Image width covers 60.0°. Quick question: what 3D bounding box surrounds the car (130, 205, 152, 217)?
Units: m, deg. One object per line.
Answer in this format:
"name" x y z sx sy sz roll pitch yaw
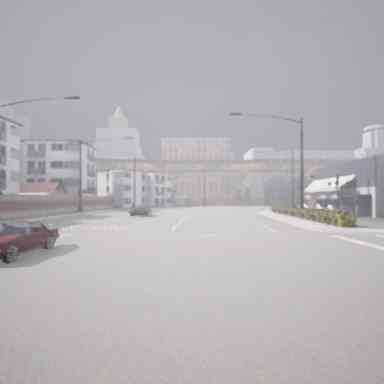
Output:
"car" -5.924 2.218 38.966 1.994 1.385 4.181 0 -1 3

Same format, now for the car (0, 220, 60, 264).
"car" -6.926 1.804 12.773 1.895 1.301 4.718 0 -1 1
